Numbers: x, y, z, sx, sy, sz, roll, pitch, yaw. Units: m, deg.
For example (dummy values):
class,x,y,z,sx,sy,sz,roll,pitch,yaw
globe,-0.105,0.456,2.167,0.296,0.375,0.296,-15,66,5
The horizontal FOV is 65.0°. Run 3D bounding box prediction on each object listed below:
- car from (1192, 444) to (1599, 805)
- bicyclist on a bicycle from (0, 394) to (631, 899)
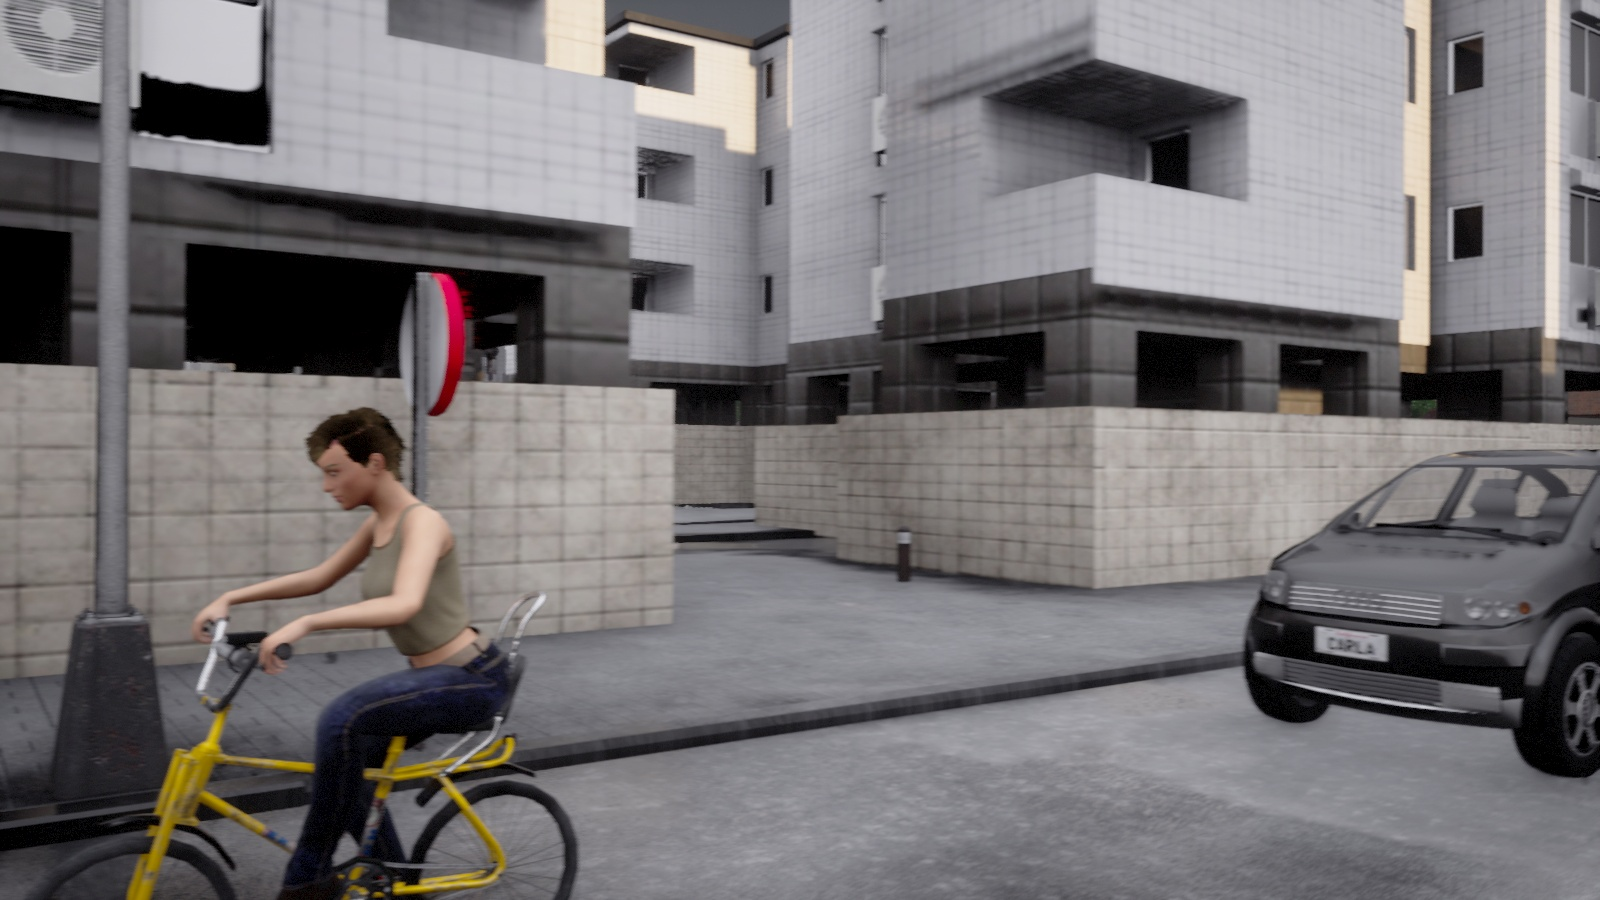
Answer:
class,x,y,z,sx,sy,sz,roll,pitch,yaw
car,4.172,0.758,7.177,3.705,1.549,1.789,0,0,-35
bicyclist on a bicycle,-1.331,0.695,3.353,1.509,1.612,0.866,0,0,-35
